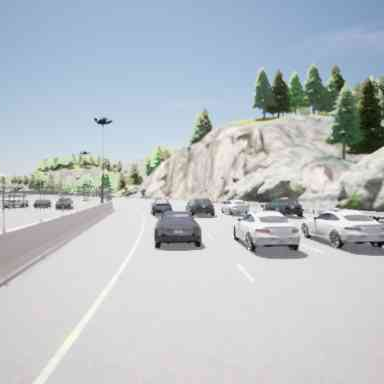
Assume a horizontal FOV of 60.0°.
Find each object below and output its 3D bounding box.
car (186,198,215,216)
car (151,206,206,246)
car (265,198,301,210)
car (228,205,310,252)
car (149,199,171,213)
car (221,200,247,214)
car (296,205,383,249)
[{"bbox_3d":[0.687,1.304,31.375,2.097,1.767,4.553,0,0,-10],"label":"car"},{"bbox_3d":[-0.704,1.543,15.179,1.994,1.385,4.181,0,0,-5],"label":"car"},{"bbox_3d":[8.040,1.292,29.784,2.097,1.767,4.553,0,0,-9],"label":"car"},{"bbox_3d":[2.932,1.500,13.763,1.812,1.442,4.674,0,0,-4],"label":"car"},{"bbox_3d":[-3.045,1.450,32.391,2.128,1.511,4.902,0,0,-10],"label":"car"},{"bbox_3d":[4.141,1.470,31.967,1.812,1.442,4.674,0,0,-10],"label":"car"},{"bbox_3d":[6.395,1.492,14.369,1.812,1.442,4.674,0,0,-4],"label":"car"}]
